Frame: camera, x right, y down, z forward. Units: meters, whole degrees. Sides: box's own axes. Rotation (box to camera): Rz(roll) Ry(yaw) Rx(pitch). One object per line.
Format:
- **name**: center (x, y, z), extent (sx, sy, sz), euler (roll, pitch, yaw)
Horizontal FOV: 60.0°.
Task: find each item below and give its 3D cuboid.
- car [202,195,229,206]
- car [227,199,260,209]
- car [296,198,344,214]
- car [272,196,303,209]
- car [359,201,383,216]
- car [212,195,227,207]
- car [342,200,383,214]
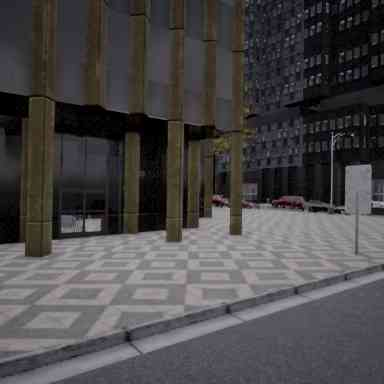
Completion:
- **car**: center (4.257, 1.511, 61.268), extent (2.192, 1.841, 5.009), euler (1, -1, -35)
- **car**: center (6.860, 1.570, 42.837), extent (1.802, 1.307, 4.206), euler (1, -1, -35)
- **car**: center (13.233, 1.540, 33.840), extent (1.947, 1.339, 4.313), euler (1, -1, -35)
- **car**: center (13.815, 1.487, 47.773), extent (2.192, 1.841, 5.009), euler (1, -1, -35)
- **car**: center (16.420, 1.518, 29.341), extent (2.008, 1.369, 4.403), euler (1, -1, -35)
- **car**: center (3.678, 1.311, 47.340), extent (2.192, 1.841, 5.009), euler (1, -1, -35)
- **car**: center (20.184, 1.708, 38.773), extent (2.008, 1.369, 4.403), euler (1, -1, -35)
